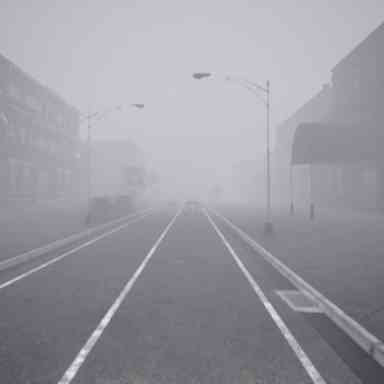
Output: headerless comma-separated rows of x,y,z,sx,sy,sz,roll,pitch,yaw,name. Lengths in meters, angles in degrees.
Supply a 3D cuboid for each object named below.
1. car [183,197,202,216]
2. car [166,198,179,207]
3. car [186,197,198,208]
0.088,1.480,33.297,1.801,1.575,5.366,0,0,0,car
-3.067,1.696,53.747,1.895,1.301,4.718,0,0,0,car
0.006,1.596,52.122,1.837,1.490,4.892,0,0,0,car
